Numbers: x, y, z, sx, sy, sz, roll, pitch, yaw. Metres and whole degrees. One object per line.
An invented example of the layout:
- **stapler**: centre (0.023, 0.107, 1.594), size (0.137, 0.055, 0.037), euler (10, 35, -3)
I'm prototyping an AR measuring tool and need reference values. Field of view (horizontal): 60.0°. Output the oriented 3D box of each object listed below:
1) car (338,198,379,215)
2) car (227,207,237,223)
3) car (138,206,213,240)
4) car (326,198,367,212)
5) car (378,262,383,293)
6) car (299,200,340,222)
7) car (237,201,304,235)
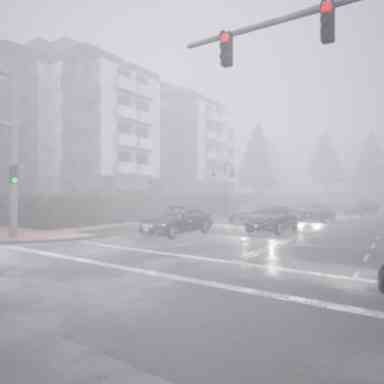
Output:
- **car**: centre (17.106, 1.495, 33.720), size (4.902, 1.511, 2.128), euler (0, 0, -38)
- **car**: centre (4.415, 1.530, 24.920), size (1.812, 1.442, 4.674), euler (0, 0, 36)
- **car**: centre (-0.734, 1.495, 17.368), size (2.128, 1.511, 4.902), euler (0, 0, 35)
- **car**: centre (18.035, 1.482, 38.747), size (5.008, 1.535, 1.882), euler (0, 0, -33)
- **car**: centre (4.922, 1.507, 5.020), size (1.837, 1.490, 4.892), euler (-3, 1, -4)
- **car**: centre (9.846, 1.567, 26.291), size (1.994, 1.385, 4.181), euler (0, 0, 39)
- **car**: centre (4.634, 1.508, 19.061), size (1.837, 1.490, 4.892), euler (0, 0, 34)
